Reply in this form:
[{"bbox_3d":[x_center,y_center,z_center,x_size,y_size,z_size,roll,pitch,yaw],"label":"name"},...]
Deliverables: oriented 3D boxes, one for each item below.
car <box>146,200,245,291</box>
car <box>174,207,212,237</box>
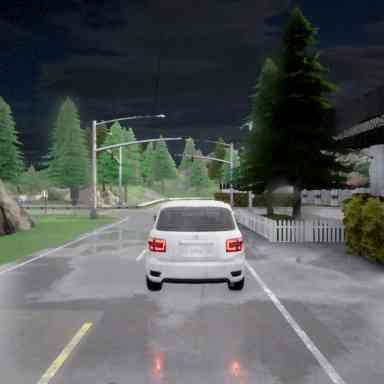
[{"bbox_3d":[0.065,1.221,9.170,2.150,2.045,5.566,0,0,0],"label":"car"},{"bbox_3d":[0.020,1.601,18.934,1.895,1.301,4.718,0,0,0],"label":"car"}]
